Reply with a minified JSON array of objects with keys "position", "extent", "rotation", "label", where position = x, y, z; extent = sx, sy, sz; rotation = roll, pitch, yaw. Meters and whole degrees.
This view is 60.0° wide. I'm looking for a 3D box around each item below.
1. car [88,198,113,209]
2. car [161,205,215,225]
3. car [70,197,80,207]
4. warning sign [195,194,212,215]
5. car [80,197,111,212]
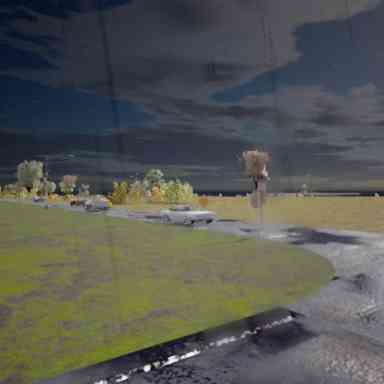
[{"position":[-13.202,1.595,47.700],"extent":[1.882,1.535,5.008],"rotation":[0,0,-34],"label":"car"},{"position":[-0.371,1.643,24.526],"extent":[1.895,1.301,4.718],"rotation":[0,0,-35],"label":"car"},{"position":[-18.980,1.630,55.792],"extent":[1.882,1.535,5.008],"rotation":[0,0,-35],"label":"car"},{"position":[1.106,1.165,31.624],"extent":[1.300,1.860,1.060],"rotation":[0,0,-35],"label":"warning sign"},{"position":[-11.721,1.605,40.613],"extent":[1.837,1.490,4.892],"rotation":[0,0,-35],"label":"car"}]
